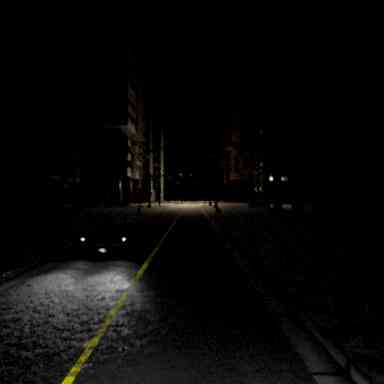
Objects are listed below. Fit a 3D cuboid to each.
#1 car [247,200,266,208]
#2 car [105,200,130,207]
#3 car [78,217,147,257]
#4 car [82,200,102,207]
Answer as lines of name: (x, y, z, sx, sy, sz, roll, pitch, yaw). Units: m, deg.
car: (11.878, 2.041, 58.415, 4.097, 1.590, 1.967, 0, -1, 0)
car: (-15.036, 2.317, 67.093, 4.829, 1.417, 1.752, 0, -1, 0)
car: (-3.105, 1.758, 13.797, 1.895, 1.301, 4.718, 0, -1, 0)
car: (-20.637, 2.331, 67.126, 4.829, 1.417, 1.752, 0, -1, 0)
